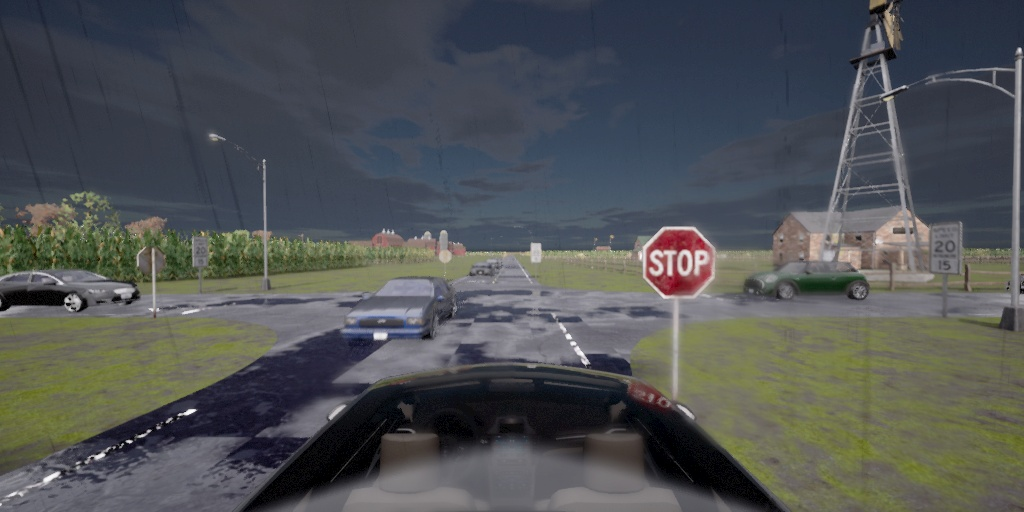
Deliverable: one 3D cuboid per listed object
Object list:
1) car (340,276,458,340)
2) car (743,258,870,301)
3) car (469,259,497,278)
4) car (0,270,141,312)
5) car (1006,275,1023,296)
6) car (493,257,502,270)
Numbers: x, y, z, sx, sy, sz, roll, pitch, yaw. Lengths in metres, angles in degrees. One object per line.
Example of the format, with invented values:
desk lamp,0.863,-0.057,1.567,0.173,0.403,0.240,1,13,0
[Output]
car,-2.737,1.275,10.123,2.033,1.411,5.357,0,0,0
car,13.085,0.993,16.178,4.553,1.767,2.097,0,1,2
car,-2.705,1.226,32.585,1.994,1.385,4.181,0,0,0
car,-17.256,1.285,13.779,4.902,1.511,2.128,0,1,0
car,25.109,1.104,15.797,4.892,1.490,1.837,0,1,2
car,-2.683,1.134,47.833,1.812,1.442,4.674,0,0,0
